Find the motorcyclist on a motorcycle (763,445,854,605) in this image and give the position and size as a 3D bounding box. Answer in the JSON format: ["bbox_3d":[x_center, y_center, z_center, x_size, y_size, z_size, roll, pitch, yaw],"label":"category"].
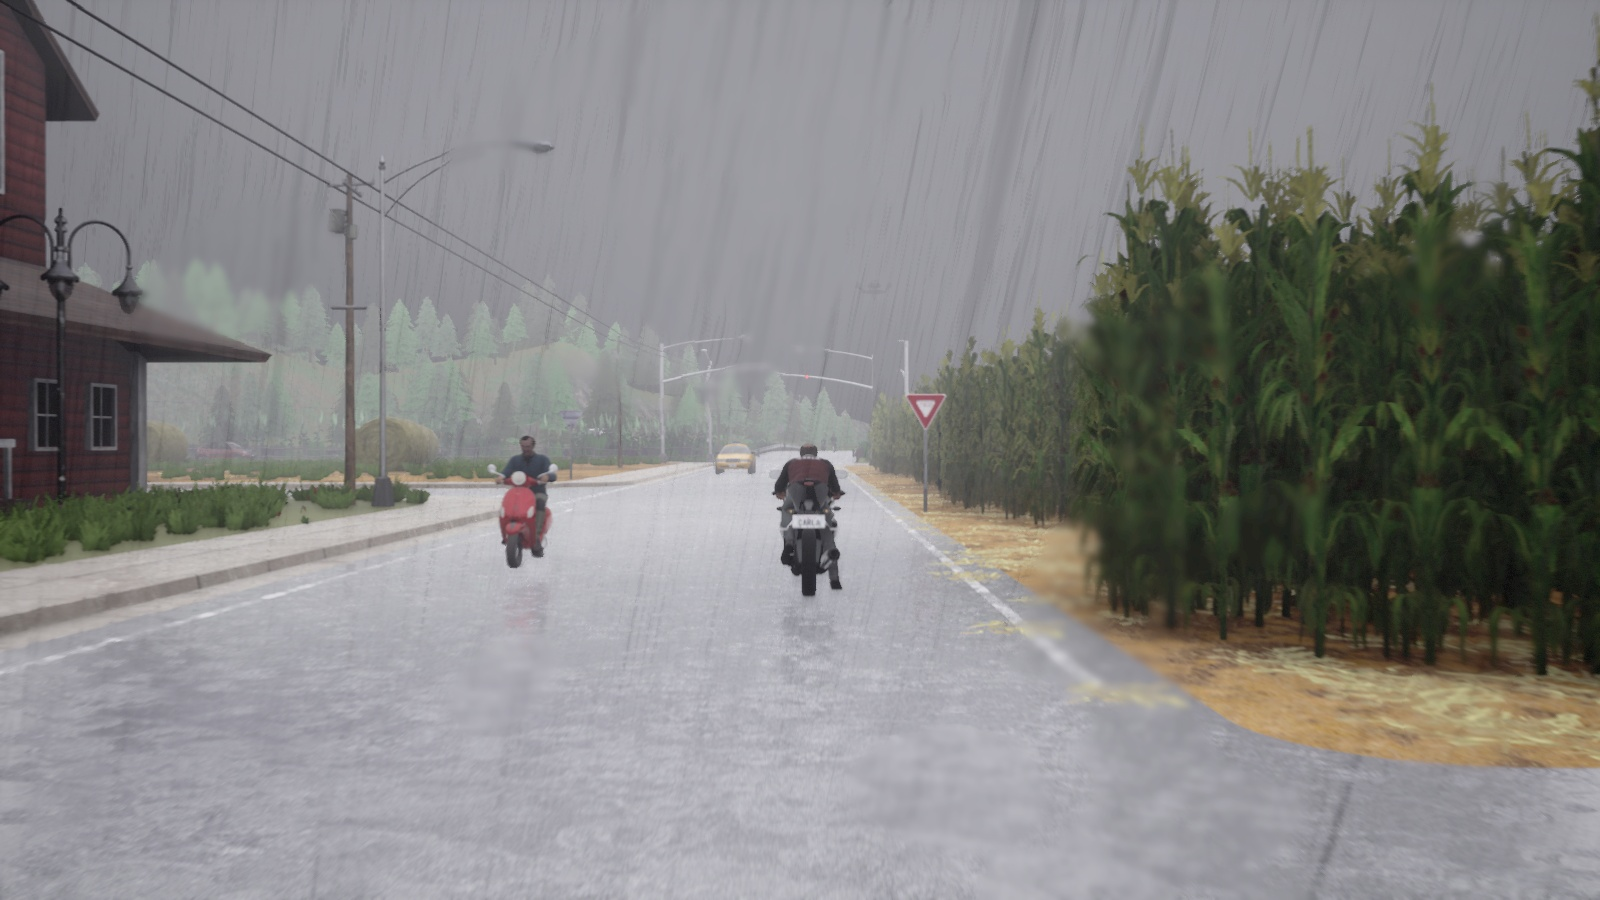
[{"bbox_3d":[0.090,0.711,13.073,0.866,1.530,2.191,0,0,0],"label":"motorcyclist on a motorcycle"}]

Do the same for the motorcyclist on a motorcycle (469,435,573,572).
[{"bbox_3d":[-3.397,0.613,15.468,0.866,1.590,1.817,0,0,0],"label":"motorcyclist on a motorcycle"}]

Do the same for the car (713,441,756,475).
[{"bbox_3d":[-3.136,0.349,61.387,1.801,1.575,5.366,0,0,0],"label":"car"}]
